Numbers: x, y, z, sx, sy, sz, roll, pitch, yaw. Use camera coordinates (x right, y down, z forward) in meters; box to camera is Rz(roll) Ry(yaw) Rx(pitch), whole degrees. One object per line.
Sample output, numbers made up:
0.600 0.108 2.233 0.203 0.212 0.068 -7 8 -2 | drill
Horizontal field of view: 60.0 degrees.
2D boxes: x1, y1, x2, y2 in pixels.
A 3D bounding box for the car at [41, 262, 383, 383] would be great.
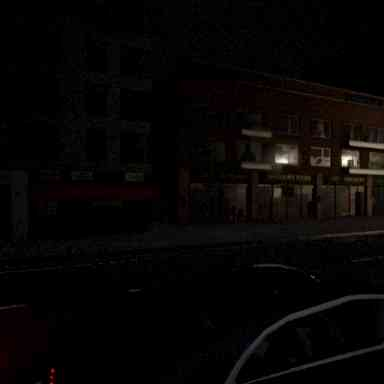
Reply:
1.162 1.491 3.245 4.902 1.511 2.128 0 0 -26 | car
